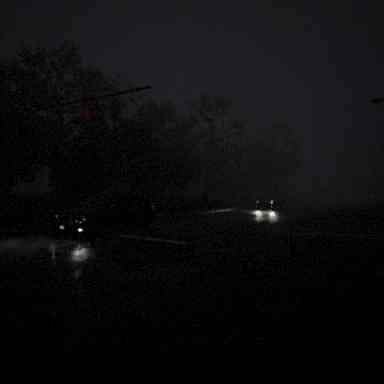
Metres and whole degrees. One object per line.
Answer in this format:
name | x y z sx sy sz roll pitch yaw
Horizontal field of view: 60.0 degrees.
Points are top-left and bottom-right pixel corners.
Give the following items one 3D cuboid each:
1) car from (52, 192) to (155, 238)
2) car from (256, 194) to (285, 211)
car | -4.185 1.083 16.771 2.150 2.045 5.566 1 3 32
car | 8.816 1.083 37.375 2.097 1.767 4.553 1 1 32
